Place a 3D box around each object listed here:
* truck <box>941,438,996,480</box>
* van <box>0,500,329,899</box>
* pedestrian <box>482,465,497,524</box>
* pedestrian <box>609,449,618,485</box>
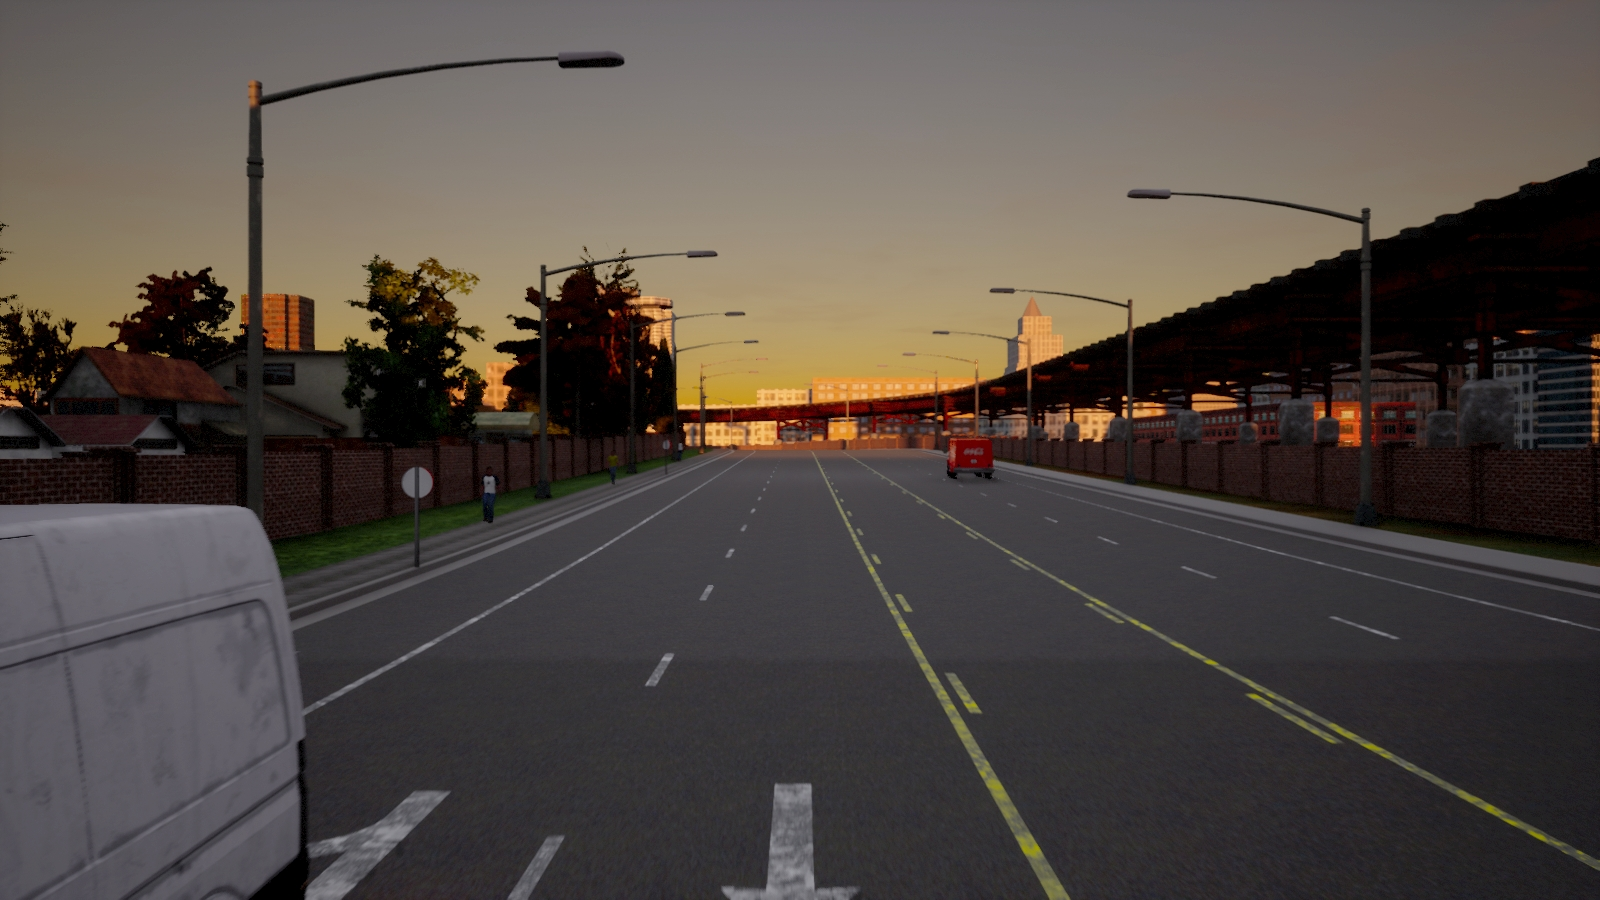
[{"bbox_3d":[10.427,0.498,71.023,2.627,2.467,5.204,0,1,0],"label":"truck"},{"bbox_3d":[-3.499,1.536,3.111,1.988,2.561,5.915,0,0,0],"label":"van"},{"bbox_3d":[-9.848,1.397,36.218,0.375,1.860,0.375,0,0,-3],"label":"pedestrian"},{"bbox_3d":[-9.680,0.886,59.255,0.375,1.860,0.375,0,0,-1],"label":"pedestrian"}]
